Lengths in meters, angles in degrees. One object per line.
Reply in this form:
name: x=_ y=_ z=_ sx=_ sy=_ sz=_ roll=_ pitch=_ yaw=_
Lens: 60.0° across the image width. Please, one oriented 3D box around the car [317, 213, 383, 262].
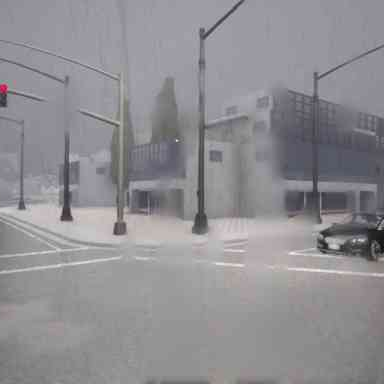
car: x=6.618 y=1.543 z=12.418 sx=4.902 sy=1.511 sz=2.128 roll=0 pitch=0 yaw=-37
